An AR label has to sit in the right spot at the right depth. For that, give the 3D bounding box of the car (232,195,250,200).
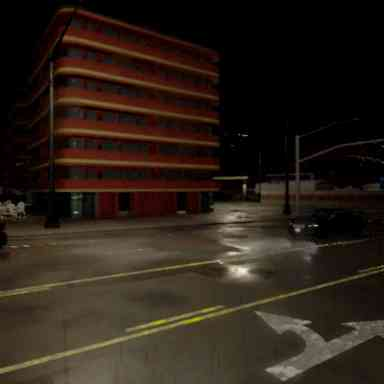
[{"bbox_3d":[13.150,1.416,86.667,3.806,1.475,1.970,-1,0,-35],"label":"car"}]

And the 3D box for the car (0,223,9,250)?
[{"bbox_3d":[-8.679,1.498,10.690,4.892,1.490,1.837,1,0,-36],"label":"car"}]

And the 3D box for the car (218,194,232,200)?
[{"bbox_3d":[9.166,1.262,90.877,4.611,1.667,2.242,-1,0,-35],"label":"car"}]

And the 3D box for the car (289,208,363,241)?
[{"bbox_3d":[7.186,1.626,17.712,4.902,1.511,2.128,1,0,-35],"label":"car"}]
